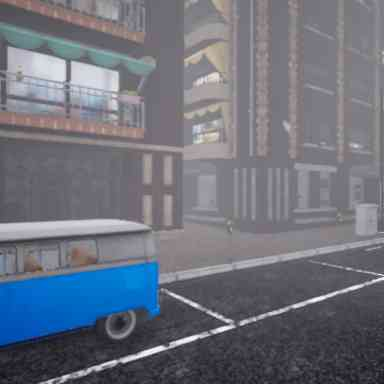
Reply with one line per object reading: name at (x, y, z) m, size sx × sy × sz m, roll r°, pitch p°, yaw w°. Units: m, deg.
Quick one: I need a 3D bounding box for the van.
van at (-2.413, 1.341, 4.830) m, size 3.998 × 1.788 × 1.690 m, roll 0°, pitch 0°, yaw -35°
